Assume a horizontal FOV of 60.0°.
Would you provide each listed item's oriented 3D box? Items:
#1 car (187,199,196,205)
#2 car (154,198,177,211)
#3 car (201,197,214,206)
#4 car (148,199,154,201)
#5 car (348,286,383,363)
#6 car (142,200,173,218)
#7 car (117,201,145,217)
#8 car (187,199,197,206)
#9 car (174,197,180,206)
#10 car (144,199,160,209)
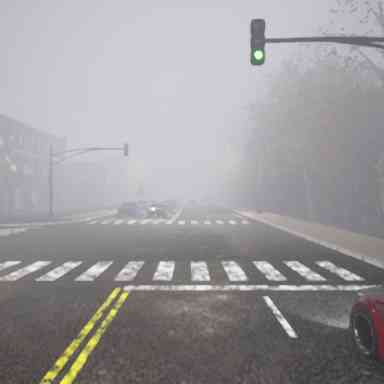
[{"bbox_3d":[-0.103,2.230,76.412,1.895,1.301,4.718,0,0,0],"label":"car"},{"bbox_3d":[-3.405,1.854,43.208,2.128,1.511,4.902,0,0,0],"label":"car"},{"bbox_3d":[3.258,2.145,65.251,1.895,1.301,4.718,0,0,0],"label":"car"},{"bbox_3d":[-6.662,1.906,45.390,1.812,1.442,4.674,0,0,0],"label":"car"},{"bbox_3d":[3.347,1.593,3.342,1.994,1.385,4.181,0,0,0],"label":"car"},{"bbox_3d":[-3.397,1.831,33.596,2.033,1.411,5.357,0,0,0],"label":"car"},{"bbox_3d":[-6.650,1.777,35.509,1.882,1.535,5.008,0,0,0],"label":"car"},{"bbox_3d":[0.011,2.029,66.129,1.882,1.535,5.008,0,0,0],"label":"car"},{"bbox_3d":[-3.412,1.923,53.288,1.882,1.535,5.008,0,-1,0],"label":"car"},{"bbox_3d":[-6.659,1.963,56.435,2.128,1.511,4.902,0,0,0],"label":"car"}]
